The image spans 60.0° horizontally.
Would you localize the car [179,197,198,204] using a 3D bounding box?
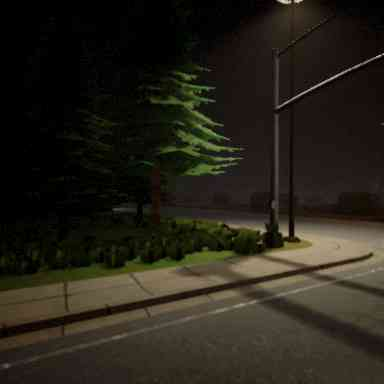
[{"bbox_3d":[-0.812,1.738,73.176,4.553,1.767,2.097,1,0,-32],"label":"car"}]
